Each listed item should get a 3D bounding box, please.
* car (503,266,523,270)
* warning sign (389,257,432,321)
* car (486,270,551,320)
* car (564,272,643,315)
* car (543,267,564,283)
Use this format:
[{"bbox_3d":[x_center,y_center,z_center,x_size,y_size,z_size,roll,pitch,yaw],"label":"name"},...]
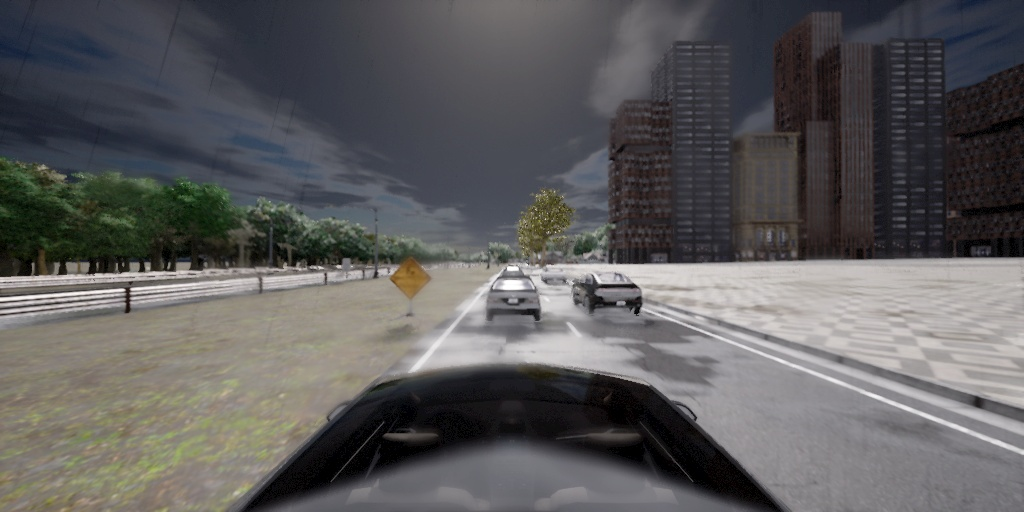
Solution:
[{"bbox_3d":[0.077,1.618,33.609,1.994,1.385,4.181,0,-1,0],"label":"car"},{"bbox_3d":[-3.052,0.952,10.821,1.300,1.860,1.060,0,0,0],"label":"warning sign"},{"bbox_3d":[0.064,1.408,13.224,2.033,1.411,5.357,0,-1,0],"label":"car"},{"bbox_3d":[3.572,1.361,14.161,2.128,1.511,4.902,0,-1,0],"label":"car"},{"bbox_3d":[3.573,1.635,31.447,1.895,1.301,4.718,0,-1,0],"label":"car"}]
